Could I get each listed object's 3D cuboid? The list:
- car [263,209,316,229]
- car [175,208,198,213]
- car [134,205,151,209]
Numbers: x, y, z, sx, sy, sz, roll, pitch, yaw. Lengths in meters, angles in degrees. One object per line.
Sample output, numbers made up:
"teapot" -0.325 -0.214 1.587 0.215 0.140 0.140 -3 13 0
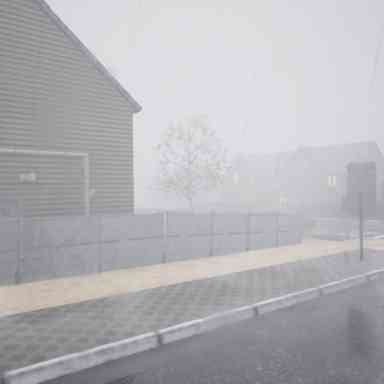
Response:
"car" 6.452 1.907 23.249 1.994 1.385 4.181 -1 -1 -36
"car" -0.228 2.217 32.644 1.895 1.301 4.718 -1 -1 -35
"car" -7.887 2.584 48.405 1.895 1.301 4.718 -1 -1 -35
